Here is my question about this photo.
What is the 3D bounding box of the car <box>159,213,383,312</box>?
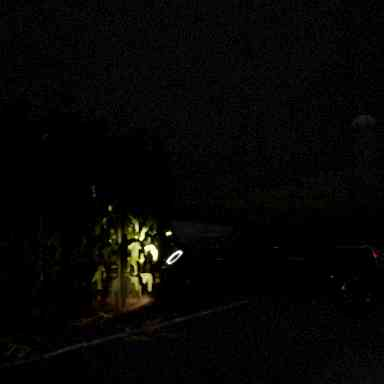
[{"bbox_3d":[1.595,1.347,7.403,4.553,1.767,2.097,0,0,7],"label":"car"}]
